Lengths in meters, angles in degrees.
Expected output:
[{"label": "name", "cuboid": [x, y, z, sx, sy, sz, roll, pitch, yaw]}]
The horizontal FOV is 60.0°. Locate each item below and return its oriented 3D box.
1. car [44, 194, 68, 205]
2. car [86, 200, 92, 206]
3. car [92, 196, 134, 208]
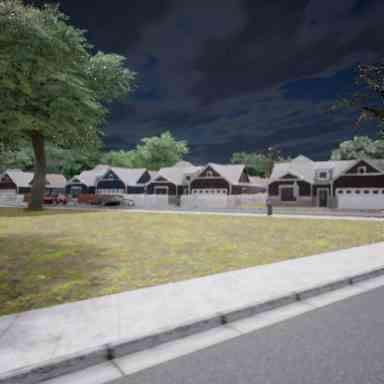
[{"label": "car", "cuboid": [-20.988, 1.069, 50.182, 4.553, 1.767, 2.097, 0, 0, 27]}, {"label": "car", "cuboid": [-12.050, 1.278, 45.624, 5.357, 1.411, 2.033, 0, 0, 28]}, {"label": "car", "cuboid": [-9.382, 1.231, 41.015, 4.902, 1.511, 2.128, 0, 0, 28]}]
